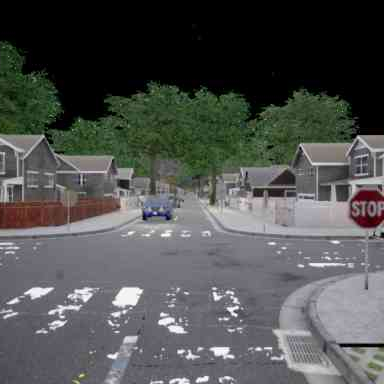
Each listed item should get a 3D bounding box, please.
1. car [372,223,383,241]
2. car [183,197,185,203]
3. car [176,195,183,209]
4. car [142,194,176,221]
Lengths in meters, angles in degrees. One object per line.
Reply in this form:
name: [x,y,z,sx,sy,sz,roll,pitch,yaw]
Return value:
car: [10.168,1.483,13.816,4.902,1.511,2.128,0,0,0]
car: [-2.718,1.390,72.573,2.097,1.767,4.553,0,0,0]
car: [-2.730,1.390,46.972,2.097,1.767,4.553,0,0,0]
car: [-2.735,1.234,27.445,2.150,2.045,5.566,0,0,0]
